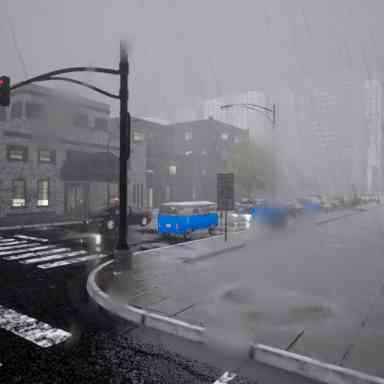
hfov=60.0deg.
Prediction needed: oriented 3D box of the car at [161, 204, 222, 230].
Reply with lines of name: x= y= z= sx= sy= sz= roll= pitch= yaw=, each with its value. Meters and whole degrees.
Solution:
car: x=0.062 y=1.620 z=22.404 sx=1.994 sy=1.385 sz=4.181 roll=1 pitch=0 yaw=35

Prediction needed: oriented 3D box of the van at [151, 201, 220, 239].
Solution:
van: x=-0.081 y=1.406 z=17.622 sx=1.690 sy=1.788 sz=3.998 roll=0 pitch=0 yaw=35

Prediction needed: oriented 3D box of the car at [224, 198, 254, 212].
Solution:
car: x=5.741 y=1.506 z=40.535 sx=1.967 sy=1.590 sz=4.097 roll=0 pitch=0 yaw=35

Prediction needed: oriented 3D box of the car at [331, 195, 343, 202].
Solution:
car: x=37.426 y=1.712 z=85.755 sx=1.967 sy=1.590 sz=4.097 roll=0 pitch=0 yaw=35

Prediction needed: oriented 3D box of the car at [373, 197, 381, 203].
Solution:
car: x=44.279 y=1.899 z=80.932 sx=1.947 sy=1.339 sz=4.313 roll=0 pitch=0 yaw=35

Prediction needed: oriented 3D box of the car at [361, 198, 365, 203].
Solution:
car: x=28.534 y=1.748 z=58.461 sx=1.752 sy=1.417 sz=4.829 roll=0 pitch=0 yaw=35

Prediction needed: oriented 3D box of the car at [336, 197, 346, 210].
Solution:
car: x=18.929 y=1.729 z=44.754 sx=1.947 sy=1.339 sz=4.313 roll=0 pitch=0 yaw=35

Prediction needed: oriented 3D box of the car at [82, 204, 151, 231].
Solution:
car: x=-4.644 y=1.528 z=21.199 sx=1.837 sy=1.490 sz=4.892 roll=1 pitch=0 yaw=35

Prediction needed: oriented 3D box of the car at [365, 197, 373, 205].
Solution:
car: x=34.773 y=1.810 z=67.365 sx=1.887 sy=1.381 sz=4.507 roll=0 pitch=0 yaw=35

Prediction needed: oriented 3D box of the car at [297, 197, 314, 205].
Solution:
car: x=21.583 y=1.705 z=63.144 sx=1.887 sy=1.381 sz=4.507 roll=0 pitch=0 yaw=35

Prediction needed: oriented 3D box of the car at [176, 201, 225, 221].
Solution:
car: x=0.820 y=1.554 z=28.994 sx=1.837 sy=1.490 sz=4.892 roll=1 pitch=0 yaw=35

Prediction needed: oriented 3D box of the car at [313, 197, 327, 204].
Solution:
car: x=27.822 y=1.728 z=72.049 sx=1.752 sy=1.417 sz=4.829 roll=0 pitch=0 yaw=35

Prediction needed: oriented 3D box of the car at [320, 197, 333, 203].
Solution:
car: x=31.088 y=1.792 z=76.711 sx=1.947 sy=1.339 sz=4.313 roll=0 pitch=0 yaw=35

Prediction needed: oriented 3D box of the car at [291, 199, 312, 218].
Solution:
car: x=9.423 y=1.655 z=31.188 sx=1.887 sy=1.381 sz=4.507 roll=0 pitch=0 yaw=35

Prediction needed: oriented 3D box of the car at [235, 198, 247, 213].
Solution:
car: x=6.501 y=1.604 z=37.077 sx=1.812 sy=1.442 sz=4.674 roll=1 pitch=0 yaw=35

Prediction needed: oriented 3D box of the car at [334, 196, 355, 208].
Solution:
car: x=22.100 y=1.497 z=49.278 sx=2.192 sy=1.841 sz=5.009 roll=0 pitch=0 yaw=35

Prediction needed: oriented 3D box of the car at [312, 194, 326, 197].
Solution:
car: x=18.785 y=1.379 z=49.037 sx=2.150 sy=2.045 sz=5.566 roll=1 pitch=0 yaw=35

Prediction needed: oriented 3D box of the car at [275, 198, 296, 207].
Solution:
car: x=15.246 y=1.665 z=54.100 sx=1.887 sy=1.381 sz=4.507 roll=0 pitch=0 yaw=35

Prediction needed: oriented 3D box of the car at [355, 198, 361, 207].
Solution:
car: x=25.269 y=1.517 z=53.800 sx=2.192 sy=1.841 sz=5.009 roll=0 pitch=0 yaw=35

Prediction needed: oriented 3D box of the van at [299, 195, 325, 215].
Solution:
van: x=12.593 y=1.469 z=35.711 sx=1.690 sy=1.788 sz=3.998 roll=0 pitch=0 yaw=35

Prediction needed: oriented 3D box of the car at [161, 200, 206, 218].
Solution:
car: x=-0.695 y=1.558 z=31.351 sx=1.752 sy=1.417 sz=4.829 roll=0 pitch=0 yaw=35

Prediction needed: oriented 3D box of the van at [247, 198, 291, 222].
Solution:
van: x=6.256 y=1.436 z=26.667 sx=1.690 sy=1.788 sz=3.998 roll=0 pitch=0 yaw=35

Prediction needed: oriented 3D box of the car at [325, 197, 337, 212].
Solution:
car: x=15.859 y=1.671 z=40.372 sx=1.752 sy=1.417 sz=4.829 roll=0 pitch=0 yaw=35

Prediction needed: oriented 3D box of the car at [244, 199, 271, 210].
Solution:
car: x=8.908 y=1.628 z=45.057 sx=1.887 sy=1.381 sz=4.507 roll=0 pitch=0 yaw=35
